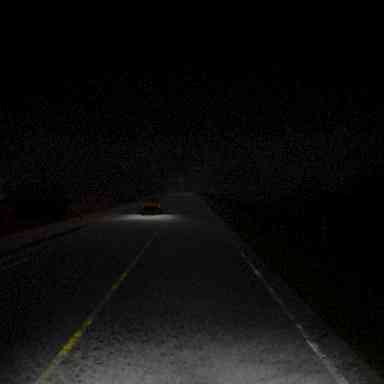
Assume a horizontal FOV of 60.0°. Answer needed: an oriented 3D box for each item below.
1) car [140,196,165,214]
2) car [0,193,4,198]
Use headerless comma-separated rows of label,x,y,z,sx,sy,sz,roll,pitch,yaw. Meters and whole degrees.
car,-3.547,1.177,30.619,1.882,1.535,5.008,0,1,0
car,-45.896,0.819,77.277,4.674,1.442,1.812,0,1,-3
